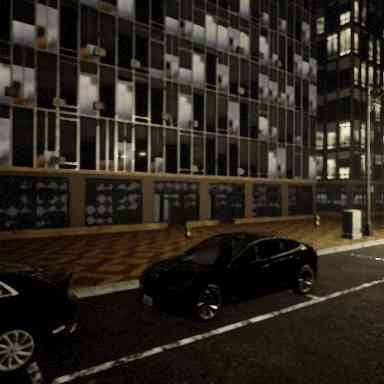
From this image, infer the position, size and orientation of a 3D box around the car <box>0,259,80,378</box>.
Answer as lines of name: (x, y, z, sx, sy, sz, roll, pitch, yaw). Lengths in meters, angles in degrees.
car: (-3.650, 1.547, 3.954, 4.403, 1.369, 2.008, 0, 0, -35)

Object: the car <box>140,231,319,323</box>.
car: (0.989, 1.584, 7.253, 4.313, 1.339, 1.947, 0, 0, -35)
